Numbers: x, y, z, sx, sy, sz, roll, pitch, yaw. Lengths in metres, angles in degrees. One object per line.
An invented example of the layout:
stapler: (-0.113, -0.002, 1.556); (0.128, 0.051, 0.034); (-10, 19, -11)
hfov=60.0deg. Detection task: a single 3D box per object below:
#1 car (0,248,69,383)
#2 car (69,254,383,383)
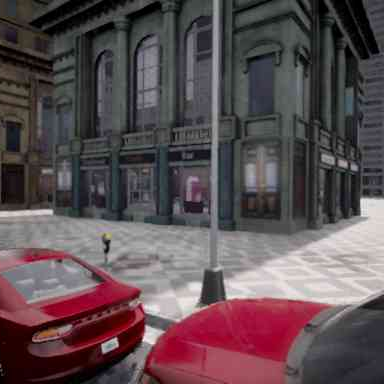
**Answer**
car: (-2.703, 1.507, 4.895); (4.507, 1.381, 1.887); (1, 1, 36)
car: (1.883, 1.321, 1.616); (5.009, 1.841, 2.192); (1, 1, 36)
